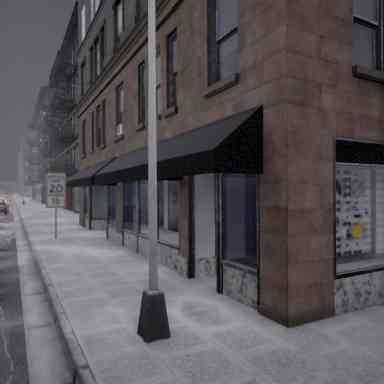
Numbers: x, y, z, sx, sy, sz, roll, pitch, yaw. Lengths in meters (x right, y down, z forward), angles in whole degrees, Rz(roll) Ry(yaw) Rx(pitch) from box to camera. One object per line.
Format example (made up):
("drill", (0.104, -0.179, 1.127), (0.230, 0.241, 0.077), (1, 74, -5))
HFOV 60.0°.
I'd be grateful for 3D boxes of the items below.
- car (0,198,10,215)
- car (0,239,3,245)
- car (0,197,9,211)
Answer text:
("car", (-19.388, 1.488, 33.266), (2.128, 1.511, 4.902), (0, 0, -28))
("car", (-5.137, 1.507, 6.961), (1.837, 1.490, 4.892), (0, 0, -29))
("car", (-24.409, 1.468, 42.406), (1.882, 1.535, 5.008), (0, 0, -28))
